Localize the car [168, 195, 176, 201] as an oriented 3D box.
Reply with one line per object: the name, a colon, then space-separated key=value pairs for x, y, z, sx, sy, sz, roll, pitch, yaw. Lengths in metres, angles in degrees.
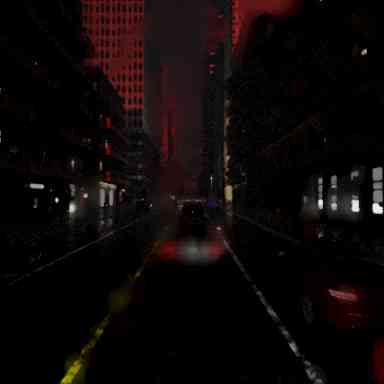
car: x=-5.665 y=1.735 z=94.464 sx=1.967 sy=1.590 sz=4.097 roll=1 pitch=0 yaw=0

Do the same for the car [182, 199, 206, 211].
car: x=0.079 y=1.577 z=31.484 sx=1.882 sy=1.535 sz=5.008 roll=0 pitch=0 yaw=0

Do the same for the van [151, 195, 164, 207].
van: x=-5.804 y=1.519 z=56.398 sx=1.690 sy=1.788 sz=3.998 roll=1 pitch=0 yaw=0

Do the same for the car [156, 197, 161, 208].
car: x=-5.639 y=1.725 z=45.317 sx=1.802 sy=1.307 sz=4.206 roll=1 pitch=0 yaw=0

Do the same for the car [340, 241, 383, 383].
car: x=2.709 y=1.319 z=1.047 sx=2.192 sy=1.841 sz=5.009 roll=1 pitch=0 yaw=0

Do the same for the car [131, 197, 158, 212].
car: x=-5.639 y=1.677 z=39.776 sx=2.008 sy=1.369 sz=4.403 roll=1 pitch=0 yaw=0

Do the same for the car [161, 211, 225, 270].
car: x=0.043 y=1.584 z=11.103 sx=2.033 sy=1.411 sz=5.357 roll=0 pitch=0 yaw=0

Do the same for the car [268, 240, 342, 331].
car: x=2.705 y=1.604 z=6.586 sx=1.802 sy=1.307 sz=4.206 roll=1 pitch=0 yaw=0

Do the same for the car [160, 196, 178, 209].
car: x=-3.080 y=1.715 z=47.988 sx=1.994 sy=1.385 sz=4.181 roll=0 pitch=0 yaw=0

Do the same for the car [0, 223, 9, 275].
car: x=-5.671 y=1.337 z=6.535 sx=2.192 sy=1.841 sz=5.009 roll=1 pitch=0 yaw=0

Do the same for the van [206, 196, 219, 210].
van: x=2.712 y=1.484 z=45.369 sx=1.690 sy=1.788 sz=3.998 roll=1 pitch=0 yaw=0

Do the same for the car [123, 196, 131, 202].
car: x=-16.484 y=1.745 z=79.045 sx=4.097 sy=1.590 sz=1.967 roll=0 pitch=-1 yaw=0
